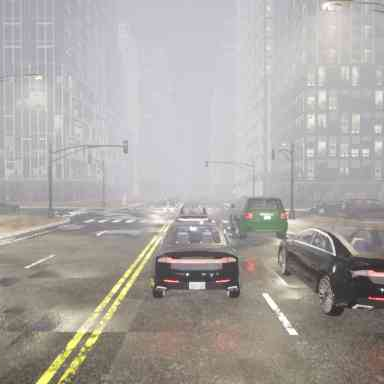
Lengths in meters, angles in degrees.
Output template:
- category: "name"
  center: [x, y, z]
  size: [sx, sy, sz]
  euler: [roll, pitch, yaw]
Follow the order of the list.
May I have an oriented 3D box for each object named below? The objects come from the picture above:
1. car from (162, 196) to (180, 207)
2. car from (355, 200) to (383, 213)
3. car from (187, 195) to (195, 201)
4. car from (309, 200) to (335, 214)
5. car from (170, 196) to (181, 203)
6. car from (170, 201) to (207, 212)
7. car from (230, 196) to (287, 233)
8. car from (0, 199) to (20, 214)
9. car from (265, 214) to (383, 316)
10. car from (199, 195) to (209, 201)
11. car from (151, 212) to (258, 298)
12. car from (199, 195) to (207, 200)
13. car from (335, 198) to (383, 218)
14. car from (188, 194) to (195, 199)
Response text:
- category: "car"
  center: [-3.481, 1.453, 51.349]
  size: [2.128, 1.511, 4.902]
  euler: [0, 0, 0]
- category: "car"
  center: [21.705, 1.641, 38.377]
  size: [4.829, 1.417, 1.752]
  euler: [1, 0, 1]
- category: "car"
  center: [-0.218, 1.454, 80.822]
  size: [2.033, 1.411, 5.357]
  euler: [0, 0, 0]
- category: "car"
  center: [15.160, 1.605, 35.906]
  size: [4.892, 1.490, 1.837]
  euler: [1, 1, 2]
- category: "car"
  center: [-3.442, 1.490, 70.586]
  size: [1.994, 1.385, 4.181]
  euler: [0, 0, 0]
- category: "car"
  center: [0.051, 1.482, 17.656]
  size: [2.128, 1.511, 4.902]
  euler: [0, 0, 0]
- category: "car"
  center: [3.303, 1.212, 17.304]
  size: [2.150, 2.045, 5.566]
  euler: [0, 0, 0]
- category: "car"
  center: [-19.483, 1.406, 33.154]
  size: [4.181, 1.385, 1.994]
  euler: [1, 1, 1]
- category: "car"
  center: [3.327, 1.488, 7.462]
  size: [2.128, 1.511, 4.902]
  euler: [0, 0, 0]
- category: "car"
  center: [3.029, 1.474, 81.614]
  size: [1.994, 1.385, 4.181]
  euler: [0, 0, 0]
- category: "car"
  center: [0.077, 1.487, 8.472]
  size: [2.128, 1.511, 4.902]
  euler: [0, 0, 0]
- category: "car"
  center: [3.004, 1.501, 91.277]
  size: [1.895, 1.301, 4.718]
  euler: [0, 0, 0]
- category: "car"
  center: [16.119, 1.518, 30.076]
  size: [5.009, 1.841, 2.192]
  euler: [1, 0, 1]
- category: "car"
  center: [-0.247, 1.333, 91.270]
  size: [1.895, 1.301, 4.718]
  euler: [0, 0, 0]
